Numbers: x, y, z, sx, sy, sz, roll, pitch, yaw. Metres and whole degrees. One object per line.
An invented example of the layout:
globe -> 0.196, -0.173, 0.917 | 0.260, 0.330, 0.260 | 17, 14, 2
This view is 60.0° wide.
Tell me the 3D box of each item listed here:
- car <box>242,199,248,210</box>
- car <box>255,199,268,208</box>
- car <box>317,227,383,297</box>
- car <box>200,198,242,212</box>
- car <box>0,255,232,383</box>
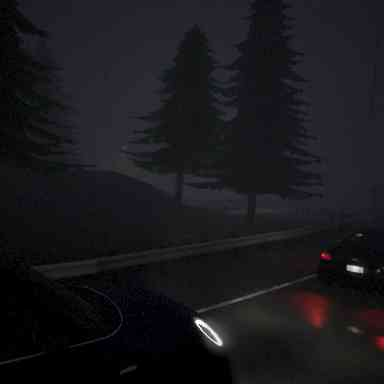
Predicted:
car -> 4.666, 1.487, 42.318 | 4.902, 1.511, 2.128 | 0, 0, 35
car -> 8.514, 1.472, 48.168 | 5.008, 1.535, 1.882 | 0, 0, 35
car -> 4.878, 1.564, 8.219 | 4.181, 1.385, 1.994 | 0, 0, -42
car -> 3.078, 1.522, 39.160 | 4.674, 1.442, 1.812 | 0, 0, 35
car -> -1.819, 1.352, 2.744 | 4.553, 1.767, 2.097 | 0, 0, -36
